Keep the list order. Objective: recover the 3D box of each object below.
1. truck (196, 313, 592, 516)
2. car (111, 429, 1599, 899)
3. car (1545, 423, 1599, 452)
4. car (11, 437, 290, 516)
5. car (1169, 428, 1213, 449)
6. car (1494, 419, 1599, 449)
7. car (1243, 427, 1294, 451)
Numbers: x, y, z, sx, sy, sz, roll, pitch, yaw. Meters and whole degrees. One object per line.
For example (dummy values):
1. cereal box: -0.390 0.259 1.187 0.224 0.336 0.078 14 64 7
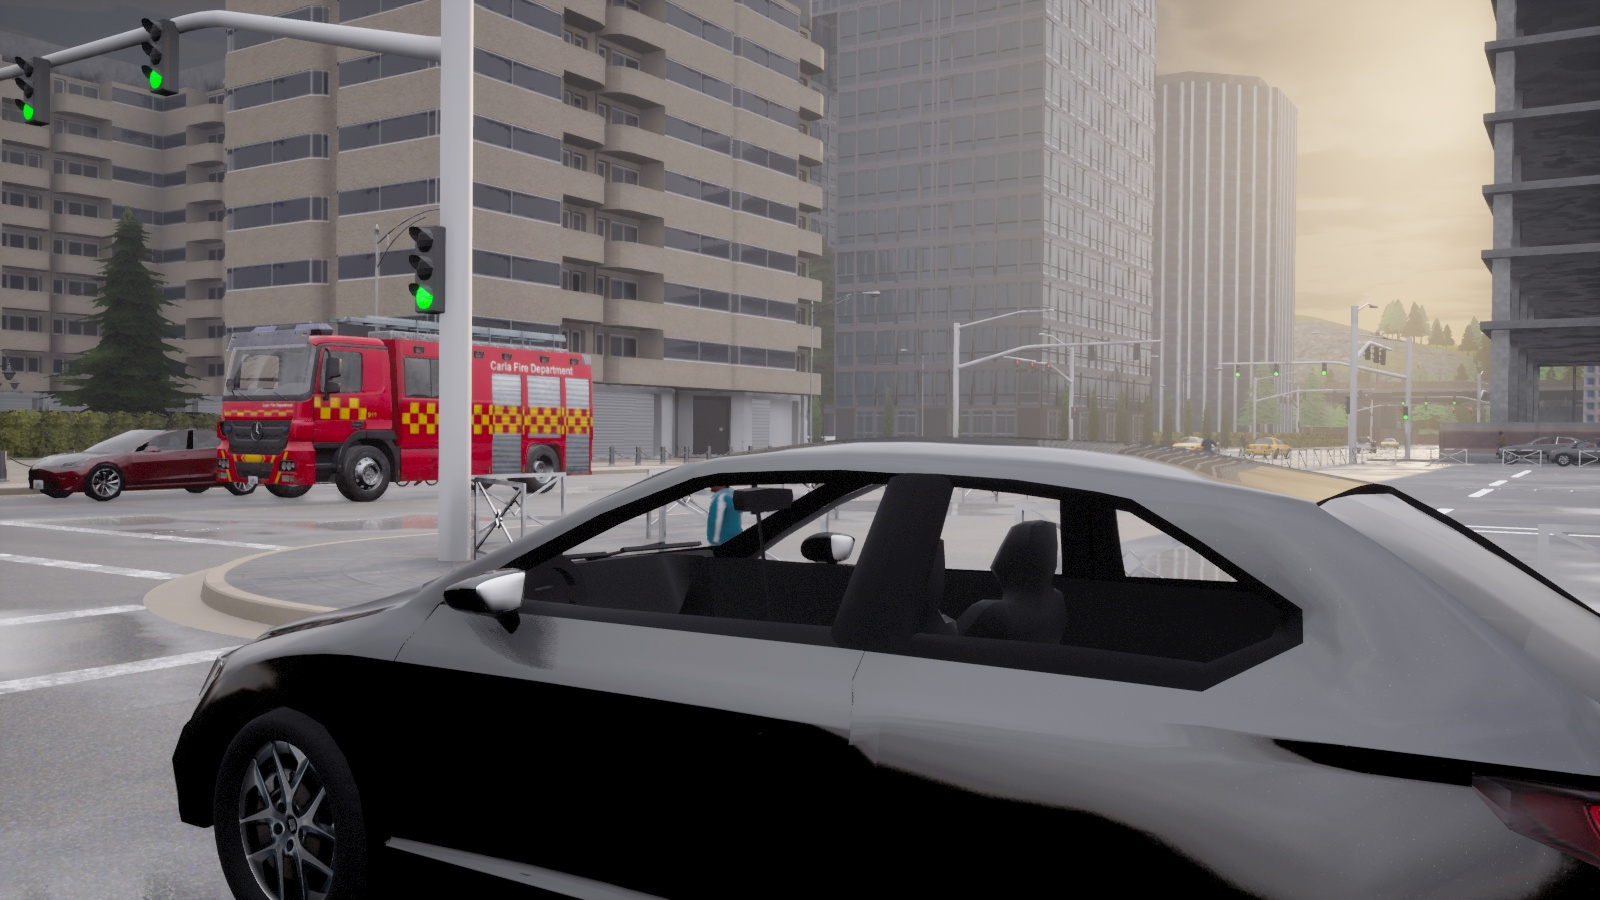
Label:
1. truck: -8.614 -0.738 28.003 2.891 3.827 8.468 0 1 32
2. car: 0.098 0.696 3.550 4.193 1.474 1.816 0 1 33
3. car: 42.050 -0.664 66.379 4.514 1.525 2.007 0 1 32
4. car: -13.616 0.491 26.643 2.163 1.488 4.792 0 1 32
5. car: 29.585 -0.894 94.940 1.801 1.575 5.366 0 1 32
6. car: 41.957 -0.889 70.566 5.027 1.651 2.152 0 1 32
7. car: 32.026 -0.789 85.712 1.801 1.575 5.366 0 1 37
